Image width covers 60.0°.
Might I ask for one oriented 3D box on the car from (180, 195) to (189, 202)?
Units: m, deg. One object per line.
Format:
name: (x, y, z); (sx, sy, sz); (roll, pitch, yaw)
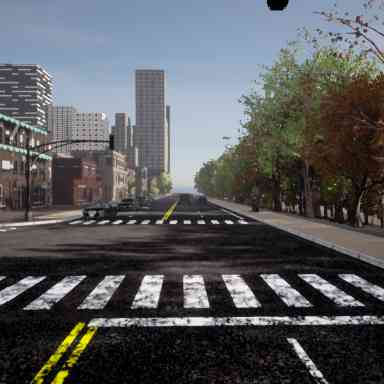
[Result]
car: (-1.751, 1.447, 74.245); (1.882, 1.535, 5.008); (0, 0, -1)

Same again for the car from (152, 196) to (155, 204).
car: (-8.026, 1.468, 61.967); (2.128, 1.511, 4.902); (0, 0, -1)

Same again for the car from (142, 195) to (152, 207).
car: (-7.815, 1.333, 51.473); (2.097, 1.767, 4.553); (0, 0, -1)

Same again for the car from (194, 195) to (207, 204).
car: (1.851, 1.454, 62.887); (1.882, 1.535, 5.008); (0, 0, -1)

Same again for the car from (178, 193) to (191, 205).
car: (-1.326, 1.196, 59.859); (2.150, 2.045, 5.566); (0, 0, -1)

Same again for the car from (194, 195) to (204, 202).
car: (1.508, 1.471, 72.992); (1.837, 1.490, 4.892); (0, 0, -1)

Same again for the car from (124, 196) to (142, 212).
car: (-7.532, 1.493, 39.367); (1.837, 1.490, 4.892); (0, -1, -1)

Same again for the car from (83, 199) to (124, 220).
car: (-7.484, 1.483, 27.597); (2.128, 1.511, 4.902); (0, 0, 2)
